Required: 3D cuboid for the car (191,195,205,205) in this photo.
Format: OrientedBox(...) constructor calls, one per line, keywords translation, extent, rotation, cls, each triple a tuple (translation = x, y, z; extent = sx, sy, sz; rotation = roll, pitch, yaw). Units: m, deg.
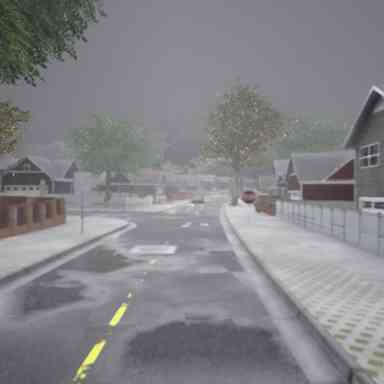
OrientedBox(translation=(0.975, 1.282, 55.036), extent=(1.882, 1.535, 5.008), rotation=(0, 2, 8), cls="car")
